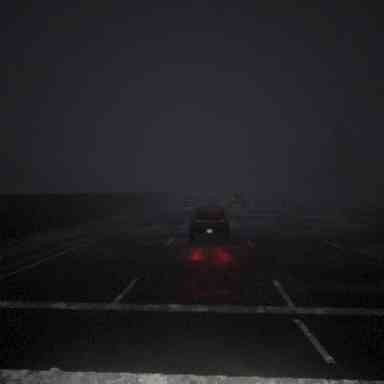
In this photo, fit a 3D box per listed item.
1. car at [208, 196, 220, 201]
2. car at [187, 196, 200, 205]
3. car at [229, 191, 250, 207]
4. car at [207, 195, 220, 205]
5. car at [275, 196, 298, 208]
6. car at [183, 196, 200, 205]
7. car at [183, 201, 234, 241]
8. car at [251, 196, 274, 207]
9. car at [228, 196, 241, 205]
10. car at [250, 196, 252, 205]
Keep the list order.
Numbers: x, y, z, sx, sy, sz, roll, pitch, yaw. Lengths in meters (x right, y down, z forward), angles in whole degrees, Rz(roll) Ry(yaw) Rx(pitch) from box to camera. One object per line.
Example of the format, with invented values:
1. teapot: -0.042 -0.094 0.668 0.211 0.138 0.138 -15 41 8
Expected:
1. car: 3.156 1.476 48.331 1.895 1.301 4.718 0 0 4
2. car: 0.310 1.408 57.695 1.994 1.385 4.181 0 0 4
3. car: 6.619 1.105 47.667 2.150 2.045 5.566 0 0 4
4. car: 3.802 1.343 57.448 2.128 1.511 4.902 0 0 4
5. car: 13.599 1.445 47.144 2.033 1.411 5.357 0 0 4
6. car: -0.308 1.372 48.964 1.837 1.490 4.892 0 0 4
7. car: 0.905 1.449 16.518 2.128 1.511 4.902 0 0 4
8. car: 10.168 1.489 48.253 1.895 1.301 4.718 0 0 4
9. car: 7.295 1.459 57.231 1.895 1.301 4.718 0 0 4
10. car: 10.784 1.391 56.954 1.812 1.442 4.674 0 0 4
